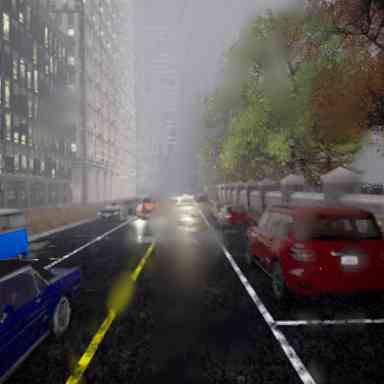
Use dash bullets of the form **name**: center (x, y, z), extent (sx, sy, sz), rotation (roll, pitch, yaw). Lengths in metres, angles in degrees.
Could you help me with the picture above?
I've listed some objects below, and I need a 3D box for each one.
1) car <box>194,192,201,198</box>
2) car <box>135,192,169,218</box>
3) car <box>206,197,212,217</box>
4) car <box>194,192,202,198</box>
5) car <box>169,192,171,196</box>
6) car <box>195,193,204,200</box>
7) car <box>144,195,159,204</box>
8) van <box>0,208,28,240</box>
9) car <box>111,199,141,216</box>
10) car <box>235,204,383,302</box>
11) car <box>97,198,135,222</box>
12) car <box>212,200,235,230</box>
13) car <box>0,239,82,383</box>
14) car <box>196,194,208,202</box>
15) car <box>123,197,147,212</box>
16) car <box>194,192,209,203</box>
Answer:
- **car**: center (1.439, 0.724, 86.948), extent (1.752, 1.417, 4.829), rotation (-1, 0, 0)
- **car**: center (-3.276, 1.144, 27.415), extent (2.097, 1.767, 4.553), rotation (-1, 1, -1)
- **car**: center (2.290, 1.262, 24.993), extent (1.752, 1.417, 4.829), rotation (-1, 1, -1)
- **car**: center (1.458, 0.793, 81.138), extent (1.887, 1.381, 4.507), rotation (-1, 0, 0)
- **car**: center (-6.534, 0.954, 75.598), extent (1.887, 1.381, 4.507), rotation (-1, 1, -1)
- **car**: center (1.541, 0.891, 69.857), extent (1.887, 1.381, 4.507), rotation (-1, 1, -1)
- **car**: center (-6.390, 1.172, 53.104), extent (1.947, 1.339, 4.313), rotation (-1, 1, -1)
- **van**: center (-5.578, 1.344, 8.091), extent (1.690, 1.788, 3.998), rotation (-1, 1, -1)
- **car**: center (-5.982, 1.368, 30.599), extent (1.947, 1.339, 4.313), rotation (-1, 1, -1)
- **car**: center (2.595, 1.203, 7.948), extent (2.192, 1.841, 5.009), rotation (-1, 1, -1)
- **car**: center (-5.880, 1.403, 24.972), extent (2.008, 1.369, 4.403), rotation (-1, 1, -1)
- **car**: center (2.395, 1.370, 19.199), extent (1.802, 1.307, 4.206), rotation (-1, 1, -1)
- **car**: center (-2.885, 1.605, 3.810), extent (1.895, 1.301, 4.718), rotation (-1, 1, -1)
- **car**: center (1.687, 0.994, 58.578), extent (2.008, 1.369, 4.403), rotation (-1, 1, -1)
- **car**: center (-6.084, 1.319, 36.225), extent (1.947, 1.339, 4.313), rotation (-1, 1, -1)
- **car**: center (1.783, 1.037, 52.946), extent (1.887, 1.381, 4.507), rotation (-1, 1, -1)
